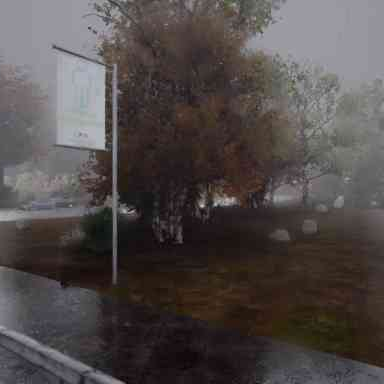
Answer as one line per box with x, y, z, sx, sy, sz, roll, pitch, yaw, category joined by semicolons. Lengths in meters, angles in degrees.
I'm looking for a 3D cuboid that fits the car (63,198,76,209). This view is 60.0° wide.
-17.610;1.492;43.568;1.837;1.490;4.892;0;0;39;car

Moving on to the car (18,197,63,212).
-17.530;1.557;38.051;1.994;1.385;4.181;0;0;38;car
